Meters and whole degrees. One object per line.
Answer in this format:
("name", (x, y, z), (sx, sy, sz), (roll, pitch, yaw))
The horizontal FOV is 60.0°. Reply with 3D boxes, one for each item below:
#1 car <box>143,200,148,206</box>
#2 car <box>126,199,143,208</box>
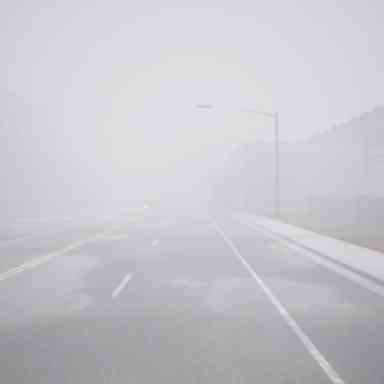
("car", (-10.440, 2.342, 73.328), (1.895, 1.301, 4.718), (0, -1, 0))
("car", (-10.477, 2.114, 59.699), (1.837, 1.490, 4.892), (0, -1, 0))
